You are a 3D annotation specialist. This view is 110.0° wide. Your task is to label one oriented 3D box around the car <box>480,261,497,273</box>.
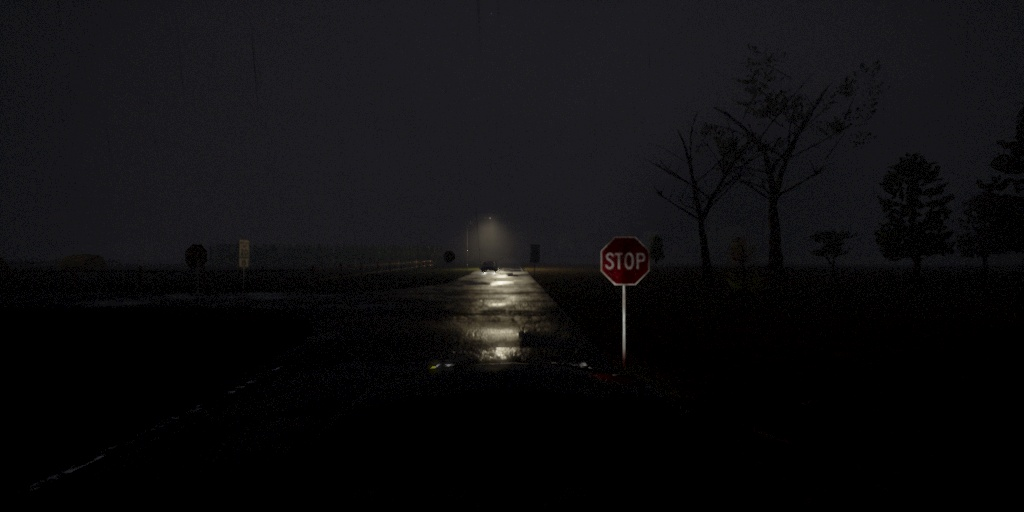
[{"bbox_3d":[-2.748,1.264,43.944,2.033,1.411,5.357,0,0,0],"label":"car"}]
